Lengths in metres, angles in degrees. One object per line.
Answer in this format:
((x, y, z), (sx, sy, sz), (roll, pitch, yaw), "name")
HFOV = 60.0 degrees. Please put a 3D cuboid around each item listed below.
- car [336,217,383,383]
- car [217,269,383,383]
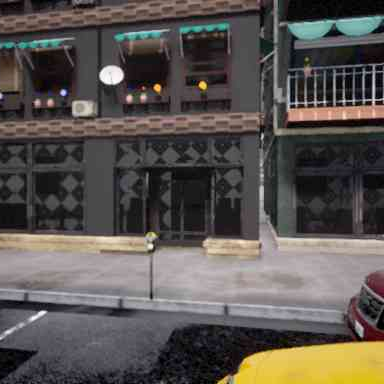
((4.440, 1.305, 3.470), (5.009, 1.841, 2.192), (0, 0, 10), "car")
((2.725, 1.452, 1.887), (5.366, 1.575, 1.801), (0, 0, 10), "car")
